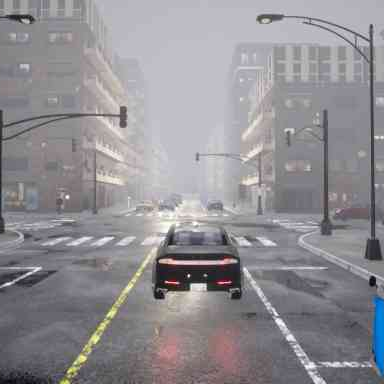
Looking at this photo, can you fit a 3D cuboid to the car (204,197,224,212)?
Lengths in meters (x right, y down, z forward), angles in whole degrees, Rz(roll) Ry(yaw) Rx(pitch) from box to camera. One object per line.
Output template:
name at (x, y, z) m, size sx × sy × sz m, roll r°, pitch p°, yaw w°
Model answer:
car at (2.789, 1.582, 39.847) m, size 1.947 × 1.339 × 4.313 m, roll 1°, pitch 0°, yaw 0°

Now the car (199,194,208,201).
car at (2.892, 1.355, 84.987) m, size 2.192 × 1.841 × 5.009 m, roll 1°, pitch 0°, yaw 0°

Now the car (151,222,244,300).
car at (0.119, 1.494, 8.389) m, size 2.128 × 1.511 × 4.902 m, roll 0°, pitch 0°, yaw 0°

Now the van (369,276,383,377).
van at (2.678, 1.342, 1.900) m, size 1.690 × 1.788 × 3.998 m, roll 1°, pitch 0°, yaw 0°

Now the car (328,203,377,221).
car at (13.703, 1.609, 28.008) m, size 4.097 × 1.590 × 1.967 m, roll 0°, pitch -1°, yaw 1°

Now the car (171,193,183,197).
car at (-2.929, 1.248, 61.484) m, size 2.150 × 2.045 × 5.566 m, roll 0°, pitch 0°, yaw 1°

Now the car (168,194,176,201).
car at (-5.478, 1.484, 90.649) m, size 1.967 × 1.590 × 4.097 m, roll 1°, pitch 0°, yaw 0°

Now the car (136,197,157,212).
car at (-5.590, 1.541, 39.695) m, size 1.752 × 1.417 × 4.829 m, roll 1°, pitch 0°, yaw 0°

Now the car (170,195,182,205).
car at (-2.983, 1.546, 50.747) m, size 1.812 × 1.442 × 4.674 m, roll 0°, pitch 0°, yaw 0°

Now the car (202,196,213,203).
car at (2.802, 1.569, 45.490) m, size 2.008 × 1.369 × 4.403 m, roll 1°, pitch 0°, yaw 0°

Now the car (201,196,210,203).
car at (2.862, 1.615, 73.702) m, size 1.802 × 1.307 × 4.206 m, roll 1°, pitch 0°, yaw 0°

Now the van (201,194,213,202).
van at (2.830, 1.365, 56.774) m, size 1.690 × 1.788 × 3.998 m, roll 1°, pitch 0°, yaw 0°

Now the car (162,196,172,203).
car at (-5.516, 1.578, 73.721) m, size 1.887 × 1.381 × 4.507 m, roll 1°, pitch 0°, yaw 0°

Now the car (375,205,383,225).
car at (13.581, 1.584, 19.627) m, size 4.313 × 1.339 × 1.947 m, roll 0°, pitch -1°, yaw 1°

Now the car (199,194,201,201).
car at (2.852, 1.555, 68.230) m, size 1.752 × 1.417 × 4.829 m, roll 1°, pitch 0°, yaw 0°

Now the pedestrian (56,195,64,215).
pedestrian at (-12.471, 1.219, 31.322) m, size 0.375 × 1.860 × 0.375 m, roll 0°, pitch -1°, yaw 1°

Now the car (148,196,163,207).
car at (-5.564, 1.461, 51.150) m, size 1.967 × 1.590 × 4.097 m, roll 1°, pitch 0°, yaw 0°

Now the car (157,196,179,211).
car at (-3.013, 1.564, 40.843) m, size 2.033 × 1.411 × 5.357 m, roll 0°, pitch 0°, yaw 0°
